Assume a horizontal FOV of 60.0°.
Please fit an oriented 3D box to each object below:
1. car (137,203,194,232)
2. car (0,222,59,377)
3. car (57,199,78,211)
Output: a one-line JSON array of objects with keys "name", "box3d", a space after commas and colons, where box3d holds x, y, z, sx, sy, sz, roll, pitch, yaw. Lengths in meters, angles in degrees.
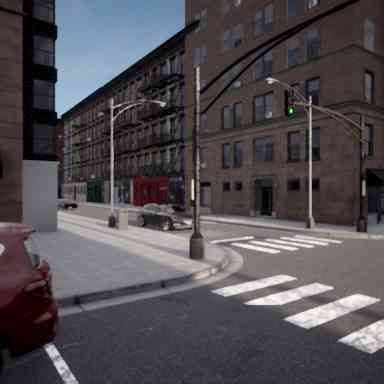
[{"name": "car", "box3d": [-1.574, 1.430, 19.923, 1.837, 1.490, 4.892, 0, 1, -36]}, {"name": "car", "box3d": [-4.000, 1.316, 3.336, 5.009, 1.841, 2.192, 0, 0, -35]}, {"name": "car", "box3d": [-14.566, 1.425, 38.137, 1.895, 1.301, 4.718, 0, 0, -35]}]
